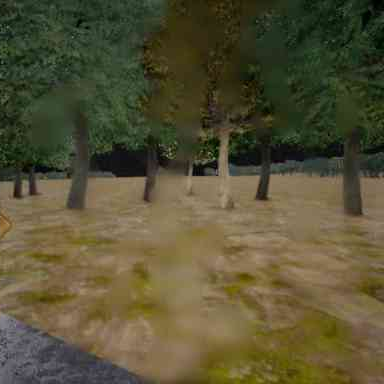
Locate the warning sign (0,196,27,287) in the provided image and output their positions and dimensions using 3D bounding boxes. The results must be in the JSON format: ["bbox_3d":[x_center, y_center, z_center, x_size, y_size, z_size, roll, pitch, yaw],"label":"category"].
[{"bbox_3d":[-4.469,1.025,7.124,1.060,1.860,1.300,1,0,35],"label":"warning sign"}]
